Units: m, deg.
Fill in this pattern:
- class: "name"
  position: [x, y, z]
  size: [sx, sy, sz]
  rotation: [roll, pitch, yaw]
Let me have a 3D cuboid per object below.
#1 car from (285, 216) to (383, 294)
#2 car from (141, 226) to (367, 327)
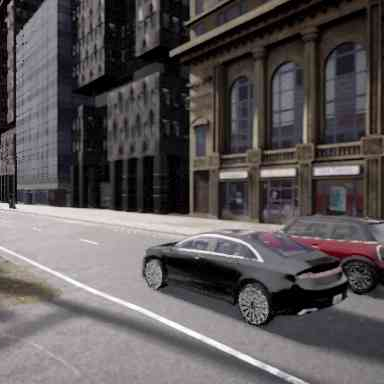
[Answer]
- class: "car"
  position: [3.472, 1.455, 9.473]
  size: [2.097, 1.767, 4.553]
  rotation: [0, 0, -42]
- class: "car"
  position: [0.766, 1.561, 7.289]
  size: [2.128, 1.511, 4.902]
  rotation: [2, -1, -42]
